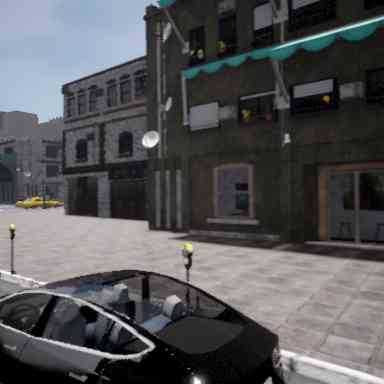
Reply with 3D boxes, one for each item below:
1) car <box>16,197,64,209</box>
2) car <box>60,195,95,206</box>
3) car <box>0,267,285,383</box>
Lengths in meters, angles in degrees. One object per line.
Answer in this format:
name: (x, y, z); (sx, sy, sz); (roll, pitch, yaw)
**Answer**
car: (-16.919, 1.210, 37.049); (1.752, 1.417, 4.829); (-1, 0, 36)
car: (-17.377, 1.248, 50.653); (1.752, 1.417, 4.829); (-1, 0, 36)
car: (-1.155, 1.564, 3.713); (4.313, 1.339, 1.947); (0, -1, 36)
